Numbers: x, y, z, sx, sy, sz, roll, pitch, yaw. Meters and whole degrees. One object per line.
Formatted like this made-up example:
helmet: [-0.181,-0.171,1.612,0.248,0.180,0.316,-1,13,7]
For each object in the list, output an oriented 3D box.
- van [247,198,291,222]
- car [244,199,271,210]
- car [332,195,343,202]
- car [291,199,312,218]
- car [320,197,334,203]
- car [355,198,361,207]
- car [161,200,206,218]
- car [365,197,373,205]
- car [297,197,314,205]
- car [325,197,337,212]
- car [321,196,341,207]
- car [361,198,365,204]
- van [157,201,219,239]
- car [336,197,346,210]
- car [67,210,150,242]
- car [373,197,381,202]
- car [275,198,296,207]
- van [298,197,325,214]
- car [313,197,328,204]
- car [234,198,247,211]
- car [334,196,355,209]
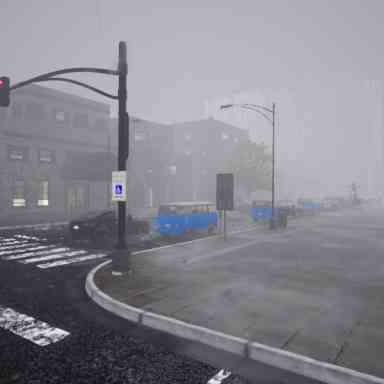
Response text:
van: [6.237,1.436,26.699,1.690,1.788,3.998,0,0,35]
car: [8.920,1.629,45.085,1.887,1.381,4.507,0,0,35]
car: [37.504,1.713,85.736,1.967,1.590,4.097,0,0,35]
car: [9.412,1.656,31.215,1.887,1.381,4.507,0,0,35]
car: [31.152,1.793,76.702,1.947,1.339,4.313,0,0,35]
car: [25.295,1.517,53.801,2.192,1.841,5.009,0,0,35]
car: [-0.706,1.558,31.394,1.752,1.417,4.829,0,0,35]
car: [34.821,1.810,67.351,1.887,1.381,4.507,0,0,35]
car: [21.624,1.706,63.152,1.887,1.381,4.507,0,0,35]
car: [15.863,1.671,40.389,1.752,1.417,4.829,0,0,35]
car: [22.967,1.534,54.986,2.097,1.767,4.553,1,0,35]
car: [28.567,1.748,58.456,1.752,1.417,4.829,0,0,35]
van: [-0.115,1.407,17.665,1.690,1.788,3.998,0,0,35]
car: [18.940,1.729,44.766,1.947,1.339,4.313,0,0,35]
car: [-4.086,1.602,16.784,1.994,1.385,4.181,1,0,37]
car: [44.350,1.900,80.901,1.947,1.339,4.313,0,0,35]
car: [15.272,1.666,54.118,1.887,1.381,4.507,0,0,35]
van: [12.590,1.469,35.732,1.690,1.788,3.998,0,0,35]
car: [27.878,1.729,72.046,1.752,1.417,4.829,0,0,35]
car: [5.745,1.507,40.568,1.967,1.590,4.097,0,0,35]
car: [22.118,1.497,49.284,2.192,1.841,5.009,0,0,35]
